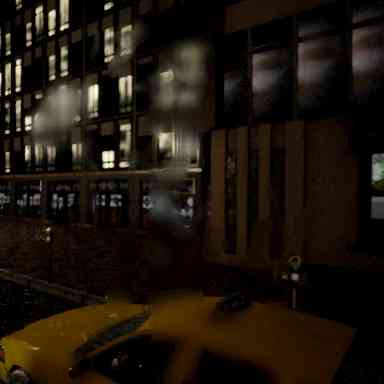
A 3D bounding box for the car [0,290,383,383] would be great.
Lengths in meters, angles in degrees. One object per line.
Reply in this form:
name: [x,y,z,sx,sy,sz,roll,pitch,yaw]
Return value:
car: [0.092,1.518,2.805,4.829,1.417,1.752,0,0,36]
